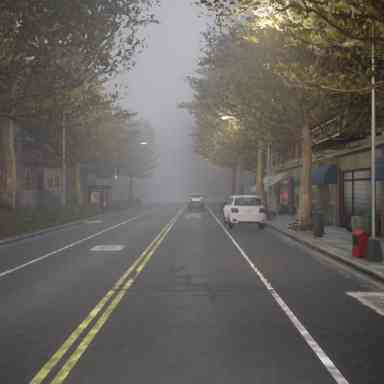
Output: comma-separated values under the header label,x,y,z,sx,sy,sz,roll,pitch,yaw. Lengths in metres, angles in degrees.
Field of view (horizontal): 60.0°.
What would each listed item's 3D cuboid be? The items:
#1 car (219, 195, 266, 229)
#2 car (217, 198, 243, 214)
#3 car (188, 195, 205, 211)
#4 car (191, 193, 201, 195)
label,x,y,z,sx,sy,sz,roll,pitch,yaw
car,3.290,1.229,21.672,2.435,2.045,5.566,0,0,1
car,4.040,1.481,36.030,2.231,1.521,4.892,0,0,1
car,0.537,1.491,40.428,2.128,1.511,4.902,0,0,1
car,0.617,1.221,50.859,2.150,2.045,5.566,0,0,1
